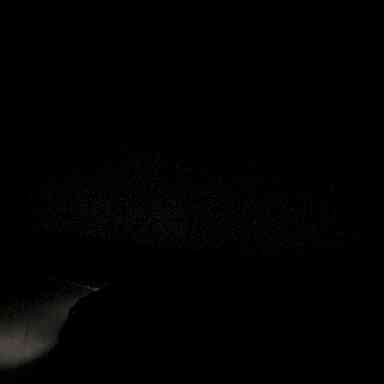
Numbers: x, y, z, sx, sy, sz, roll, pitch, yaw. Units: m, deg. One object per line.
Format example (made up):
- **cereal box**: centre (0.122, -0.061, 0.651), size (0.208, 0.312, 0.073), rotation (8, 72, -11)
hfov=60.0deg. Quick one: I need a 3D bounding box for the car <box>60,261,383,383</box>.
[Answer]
- **car**: centre (0.533, 1.520, 3.611), size (4.674, 1.442, 1.812), rotation (0, 0, 35)
